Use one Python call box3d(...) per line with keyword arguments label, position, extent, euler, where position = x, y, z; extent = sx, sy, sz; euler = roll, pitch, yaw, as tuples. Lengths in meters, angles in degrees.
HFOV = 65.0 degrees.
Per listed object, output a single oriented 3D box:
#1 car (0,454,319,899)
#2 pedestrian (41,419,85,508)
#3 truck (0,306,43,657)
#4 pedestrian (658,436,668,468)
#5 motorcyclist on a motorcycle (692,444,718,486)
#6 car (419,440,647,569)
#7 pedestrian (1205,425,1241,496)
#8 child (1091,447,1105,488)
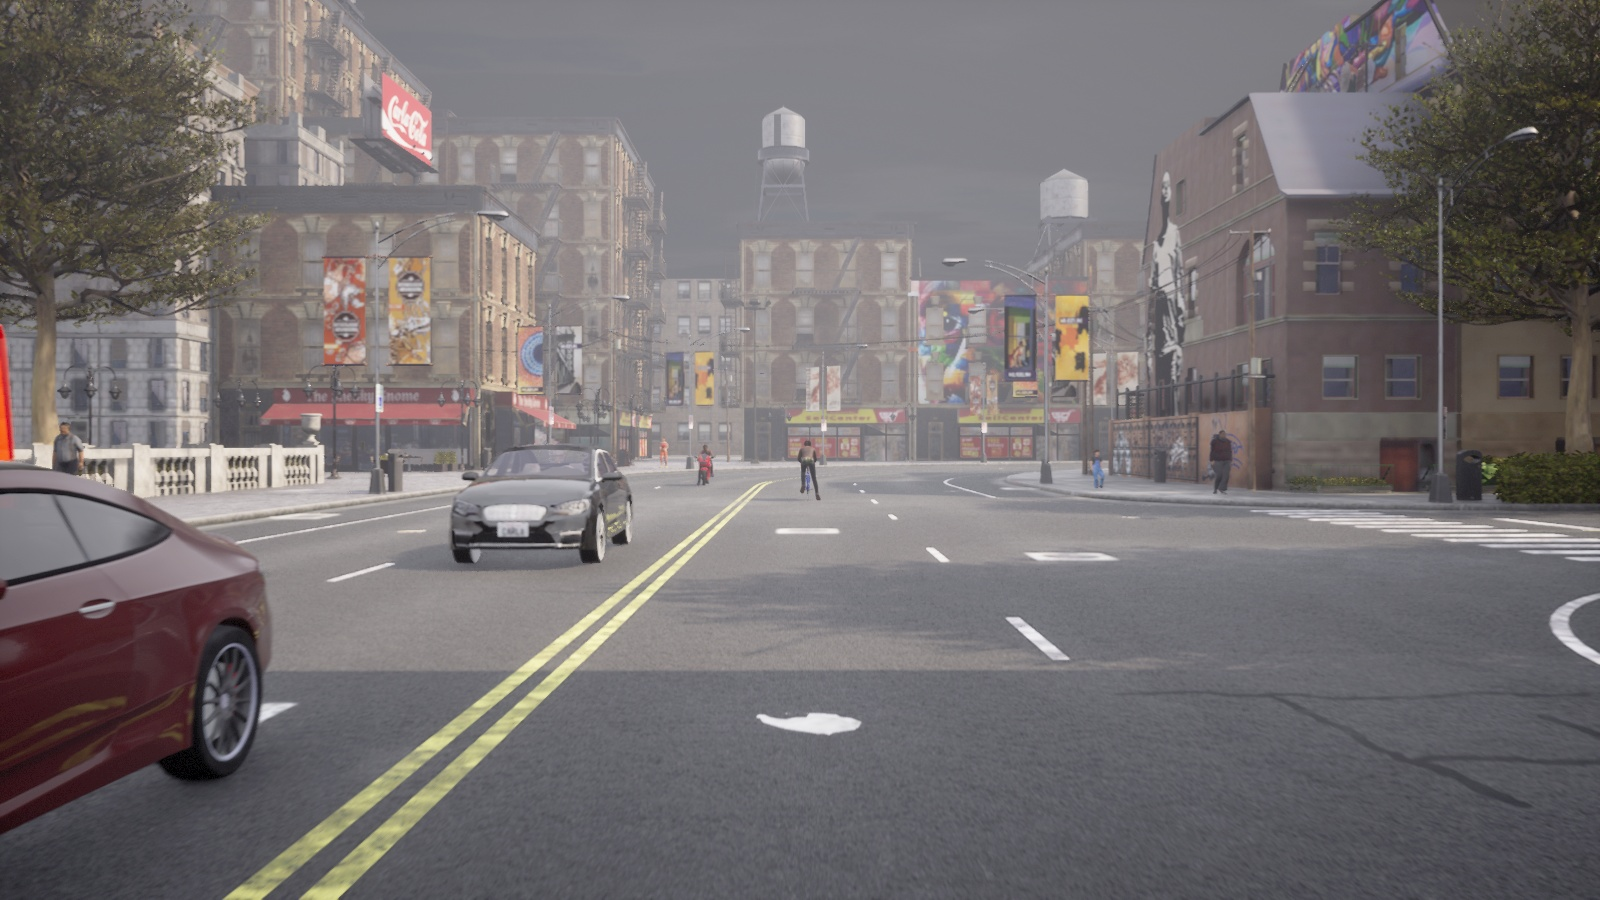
box3d(label="car", position=(-3.460, 0.752, 4.302), extent=(1.812, 1.442, 4.674), euler=(0, 0, 0))
box3d(label="pedestrian", position=(-15.513, 0.284, 26.448), extent=(0.540, 1.848, 0.694), euler=(0, 0, -5))
box3d(label="truck", position=(-6.946, 0.230, 6.720), extent=(2.627, 2.467, 5.204), euler=(0, 0, 0))
box3d(label="pedestrian", position=(-7.915, 0.104, 72.559), extent=(0.345, 1.836, 0.594), euler=(0, 0, 17))
box3d(label="motorcyclist on a motorcycle", position=(-3.490, 0.539, 46.245), extent=(0.797, 1.523, 2.044), euler=(0, 0, 0))
box3d(label="car", position=(-3.429, 0.631, 17.165), extent=(2.128, 1.511, 4.902), euler=(0, 0, -1))
box3d(label="pedestrian", position=(11.186, 0.278, 33.218), extent=(0.634, 1.844, 0.899), euler=(0, 0, -2))
box3d(label="child", position=(9.121, 0.536, 38.420), extent=(0.270, 1.263, 0.437), euler=(0, 0, -9))
